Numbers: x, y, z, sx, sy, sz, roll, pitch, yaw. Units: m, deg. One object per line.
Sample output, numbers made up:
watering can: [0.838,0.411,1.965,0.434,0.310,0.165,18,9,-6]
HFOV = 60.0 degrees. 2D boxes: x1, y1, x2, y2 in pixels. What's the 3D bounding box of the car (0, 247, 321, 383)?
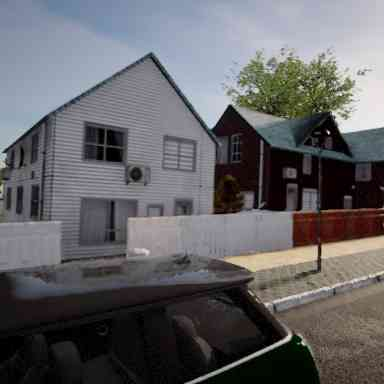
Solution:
car: [-1.213,1.354,2.078,4.553,1.767,2.097,1,0,-35]
